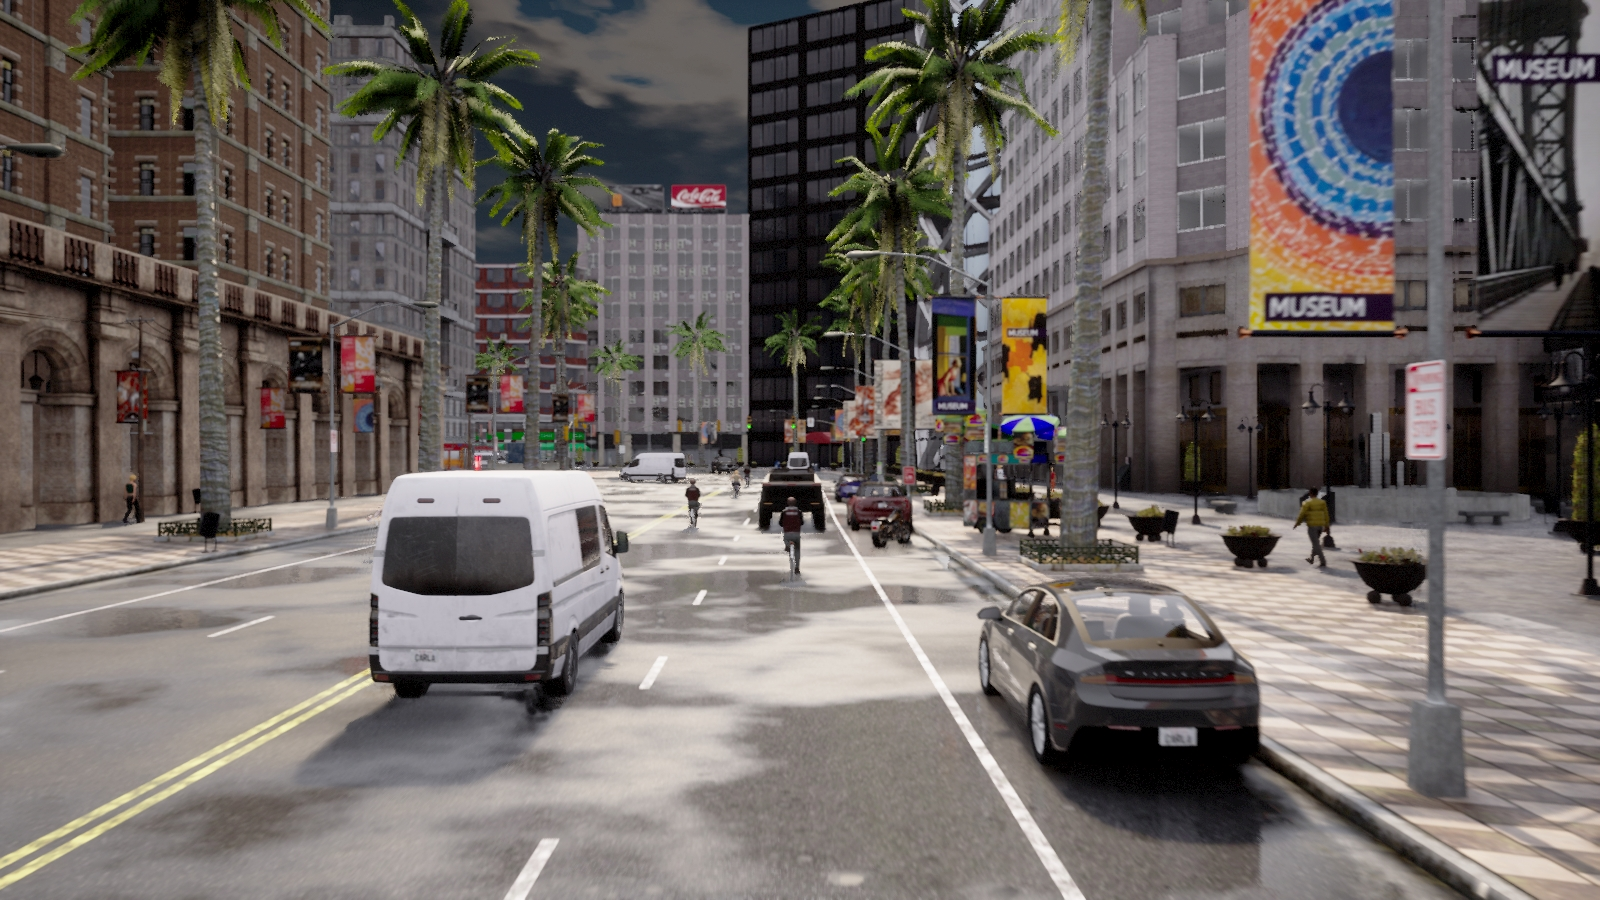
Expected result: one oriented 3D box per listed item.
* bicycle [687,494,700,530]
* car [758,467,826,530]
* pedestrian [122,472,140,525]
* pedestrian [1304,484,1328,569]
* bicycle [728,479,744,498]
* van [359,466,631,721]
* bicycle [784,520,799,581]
[{"bbox_3d":[-3.802,2.210,40.788,0.329,1.171,1.835,0,0,-1],"label":"bicycle"},{"bbox_3d":[-0.307,1.753,43.416,2.390,2.098,6.274,0,0,0],"label":"car"},{"bbox_3d":[-23.492,1.698,40.126,0.375,1.860,0.375,0,0,7],"label":"pedestrian"},{"bbox_3d":[11.490,1.698,25.451,0.375,1.860,0.375,0,0,-1],"label":"pedestrian"},{"bbox_3d":[-3.733,2.256,67.173,0.859,1.080,1.487,0,0,0],"label":"bicycle"},{"bbox_3d":[-3.600,1.534,14.811,1.988,2.561,5.915,0,0,0],"label":"van"},{"bbox_3d":[-0.187,2.210,25.396,0.329,1.171,1.835,0,0,-1],"label":"bicycle"}]
